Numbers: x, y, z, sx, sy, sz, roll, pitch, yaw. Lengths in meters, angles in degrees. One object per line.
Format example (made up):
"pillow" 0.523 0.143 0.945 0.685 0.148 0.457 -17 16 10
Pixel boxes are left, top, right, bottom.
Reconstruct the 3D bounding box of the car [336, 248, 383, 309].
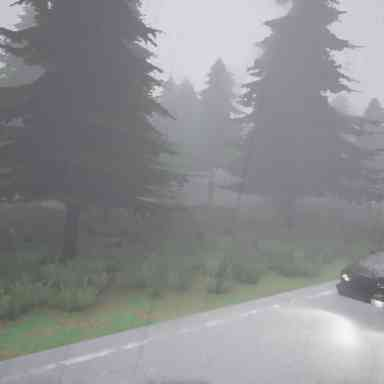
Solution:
"car" 5.479 1.575 7.259 5.357 1.411 2.033 0 0 -33
